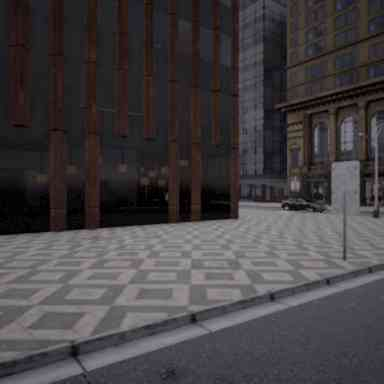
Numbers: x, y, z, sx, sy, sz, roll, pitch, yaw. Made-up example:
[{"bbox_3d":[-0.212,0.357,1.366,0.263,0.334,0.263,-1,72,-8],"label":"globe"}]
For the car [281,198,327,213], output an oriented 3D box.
[{"bbox_3d":[11.498,1.382,34.432,1.837,1.490,4.892,0,0,-35],"label":"car"}]
